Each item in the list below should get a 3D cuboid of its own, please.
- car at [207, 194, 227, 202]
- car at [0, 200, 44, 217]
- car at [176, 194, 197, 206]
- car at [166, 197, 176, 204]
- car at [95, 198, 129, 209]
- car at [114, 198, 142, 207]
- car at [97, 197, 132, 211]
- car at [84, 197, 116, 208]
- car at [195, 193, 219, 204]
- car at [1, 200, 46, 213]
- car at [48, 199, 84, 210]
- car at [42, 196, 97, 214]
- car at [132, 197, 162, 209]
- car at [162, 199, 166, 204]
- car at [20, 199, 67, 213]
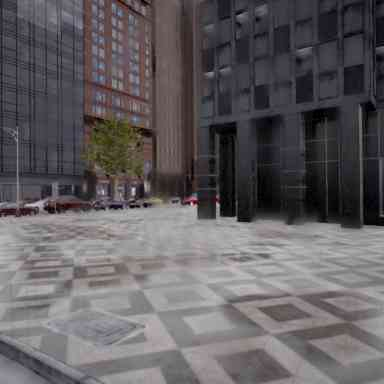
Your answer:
[{"bbox_3d":[5.816,1.297,76.426,2.192,1.841,5.009,-1,0,35],"label":"car"},{"bbox_3d":[-16.013,1.577,29.816,1.802,1.307,4.206,-1,0,35],"label":"car"},{"bbox_3d":[0.008,1.463,53.014,1.887,1.381,4.507,-1,0,35],"label":"car"},{"bbox_3d":[-3.797,1.575,62.504,1.947,1.339,4.313,-1,0,35],"label":"car"},{"bbox_3d":[-11.196,1.538,46.932,1.812,1.442,4.674,-1,0,35],"label":"car"},{"bbox_3d":[-10.206,1.614,53.223,1.802,1.307,4.206,-1,0,35],"label":"car"},{"bbox_3d":[-9.604,1.525,39.095,1.947,1.339,4.313,-1,0,35],"label":"car"},{"bbox_3d":[-13.413,1.485,48.583,1.967,1.590,4.097,-1,0,35],"label":"car"},{"bbox_3d":[3.211,1.223,57.655,2.192,1.841,5.009,-1,0,35],"label":"car"},{"bbox_3d":[-19.821,1.643,39.303,1.947,1.339,4.313,-1,0,35],"label":"car"},{"bbox_3d":[-16.616,1.643,43.943,1.802,1.307,4.206,-1,0,35],"label":"car"},{"bbox_3d":[-12.811,1.291,34.457,2.192,1.841,5.009,-1,0,35],"label":"car"},{"bbox_3d":[-6.400,1.510,43.734,1.947,1.339,4.313,-1,0,35],"label":"car"},{"bbox_3d":[-7.099,1.546,57.723,1.752,1.417,4.829,-1,0,35],"label":"car"},{"bbox_3d":[-17.051,1.568,38.465,1.812,1.442,4.674,-1,0,34],"label":"car"}]
